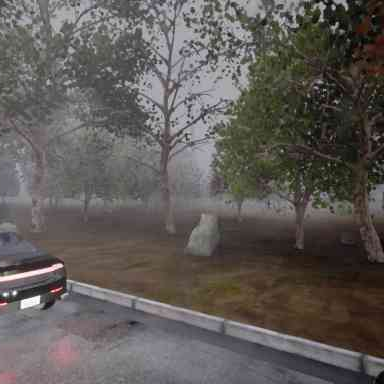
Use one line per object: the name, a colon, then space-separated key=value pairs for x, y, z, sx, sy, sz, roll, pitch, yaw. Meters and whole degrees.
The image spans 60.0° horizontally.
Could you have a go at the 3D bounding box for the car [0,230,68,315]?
car: x=-4.481 y=1.501 z=6.577 sx=4.902 sy=1.511 sz=2.128 roll=0 pitch=0 yaw=36

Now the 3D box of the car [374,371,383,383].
car: x=3.250 y=1.490 z=1.059 sx=4.902 sy=1.511 sz=2.128 roll=0 pitch=0 yaw=36
